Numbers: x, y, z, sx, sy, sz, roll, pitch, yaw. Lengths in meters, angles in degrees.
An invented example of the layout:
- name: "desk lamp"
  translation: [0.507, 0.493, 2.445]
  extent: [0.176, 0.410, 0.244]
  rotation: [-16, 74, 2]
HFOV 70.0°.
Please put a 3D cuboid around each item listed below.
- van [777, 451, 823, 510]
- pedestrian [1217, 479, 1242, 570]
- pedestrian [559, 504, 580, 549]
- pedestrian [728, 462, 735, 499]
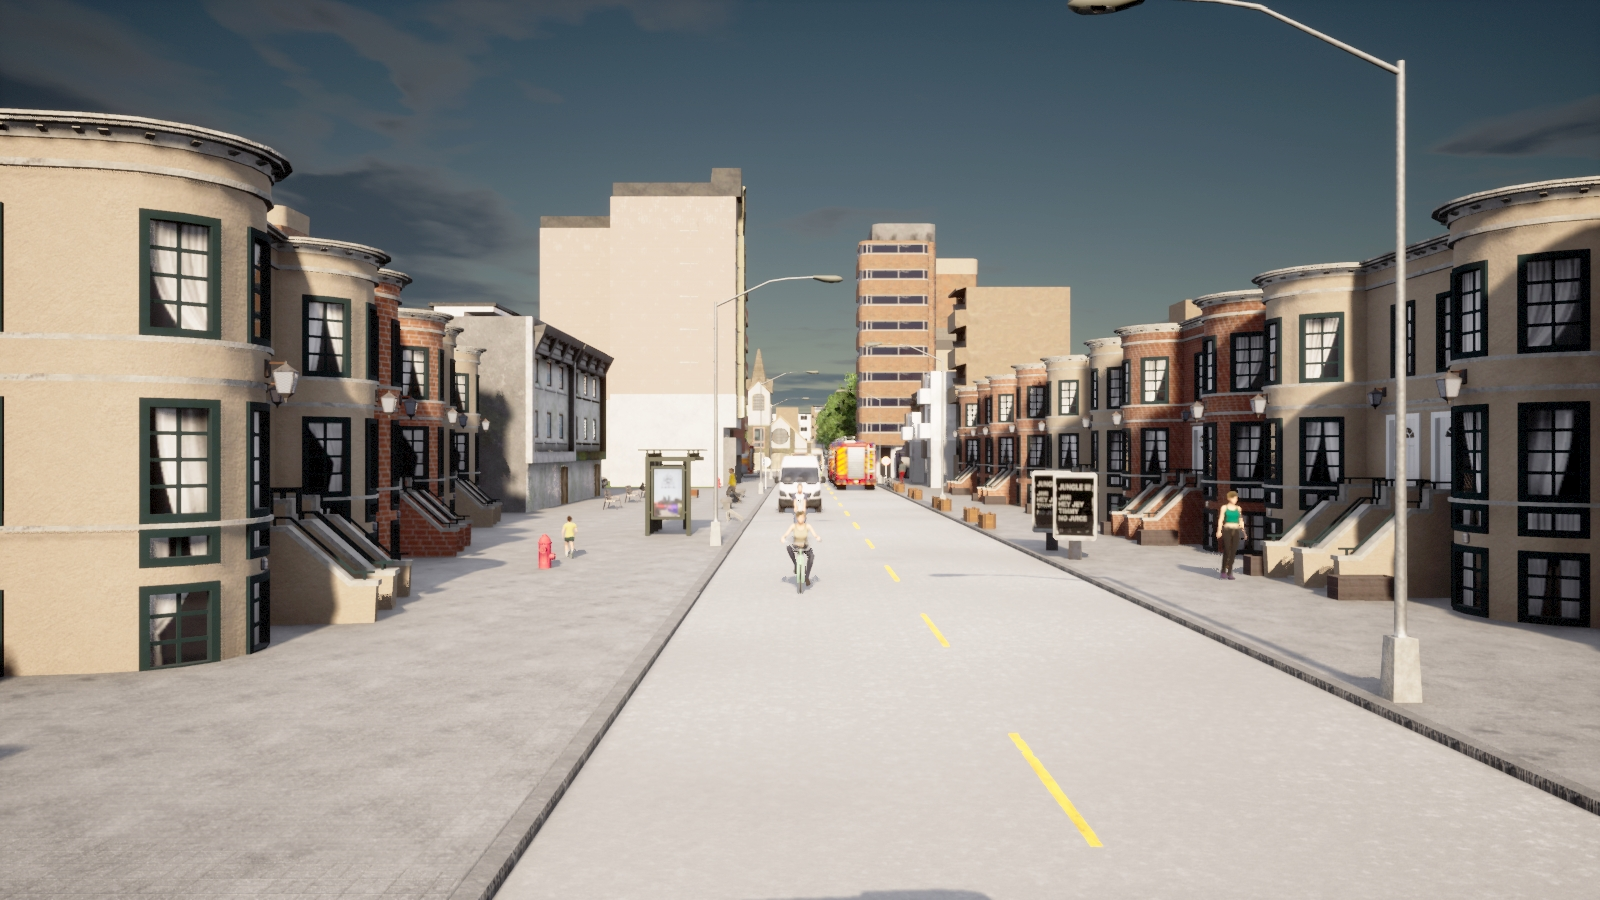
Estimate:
- name: "van"
  translation: [0.005, 1.335, 52.759]
  extent: [1.988, 2.561, 5.915]
  rotation: [0, 0, 0]
- name: "pedestrian"
  translation: [8.909, 1.533, 23.718]
  extent: [0.375, 1.860, 0.375]
  rotation: [0, 0, -3]
- name: "pedestrian"
  translation: [-5.809, 1.917, 28.796]
  extent: [0.500, 1.100, 0.500]
  rotation: [0, 0, -14]
- name: "pedestrian"
  translation: [-3.437, 1.546, 57.366]
  extent: [0.375, 1.860, 0.375]
  rotation: [0, 0, -2]
